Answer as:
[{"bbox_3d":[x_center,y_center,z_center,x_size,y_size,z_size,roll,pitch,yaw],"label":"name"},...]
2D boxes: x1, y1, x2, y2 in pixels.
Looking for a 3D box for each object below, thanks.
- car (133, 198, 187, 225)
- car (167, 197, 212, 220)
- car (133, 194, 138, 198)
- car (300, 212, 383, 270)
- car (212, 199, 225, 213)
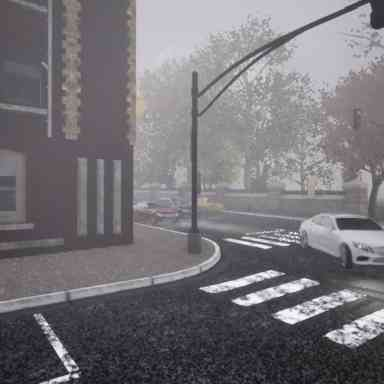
[{"bbox_3d":[-2.457,1.257,21.056,1.802,1.307,4.206,2,0,-36],"label":"car"},{"bbox_3d":[-1.116,1.153,23.602,2.128,1.511,4.902,0,1,-36],"label":"car"},{"bbox_3d":[-8.639,0.864,43.910,2.008,1.369,4.403,1,0,-36],"label":"car"},{"bbox_3d":[5.083,1.433,10.909,1.812,1.442,4.674,2,0,-3],"label":"car"},{"bbox_3d":[0.995,1.129,30.586,1.752,1.417,4.829,1,0,-36],"label":"car"}]
